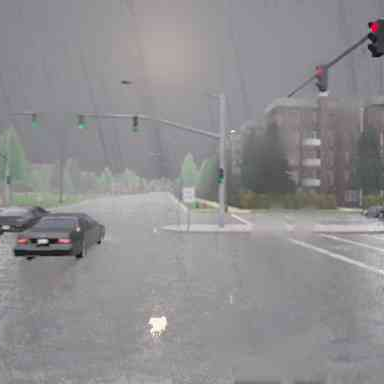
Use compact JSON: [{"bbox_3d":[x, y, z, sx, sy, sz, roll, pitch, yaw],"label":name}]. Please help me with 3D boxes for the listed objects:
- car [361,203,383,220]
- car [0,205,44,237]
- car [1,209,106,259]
[{"bbox_3d":[16.849,1.566,28.030,4.902,1.511,2.128,1,0,-5],"label":"car"},{"bbox_3d":[-8.411,1.392,17.013,1.812,1.442,4.674,1,0,-5],"label":"car"},{"bbox_3d":[-4.513,1.466,12.132,2.033,1.411,5.357,1,0,-4],"label":"car"}]
